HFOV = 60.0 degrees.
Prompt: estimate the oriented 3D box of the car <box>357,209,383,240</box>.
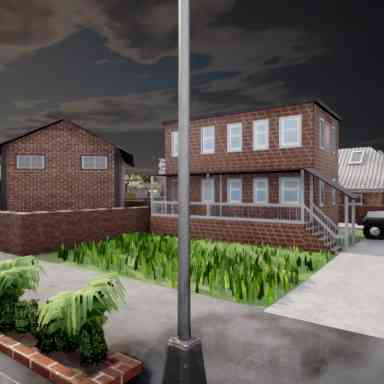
[{"bbox_3d":[8.506,0.973,12.581,3.866,1.878,1.905,0,0,36],"label":"car"}]
